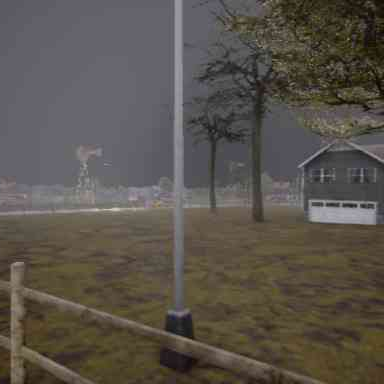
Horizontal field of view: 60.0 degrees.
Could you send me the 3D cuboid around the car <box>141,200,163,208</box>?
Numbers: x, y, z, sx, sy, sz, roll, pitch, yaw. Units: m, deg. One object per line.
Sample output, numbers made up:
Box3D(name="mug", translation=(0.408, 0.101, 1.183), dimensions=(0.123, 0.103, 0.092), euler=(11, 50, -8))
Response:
Box3D(name="car", translation=(-7.806, 2.292, 65.464), dimensions=(1.882, 1.535, 5.008), euler=(1, 0, 36))
